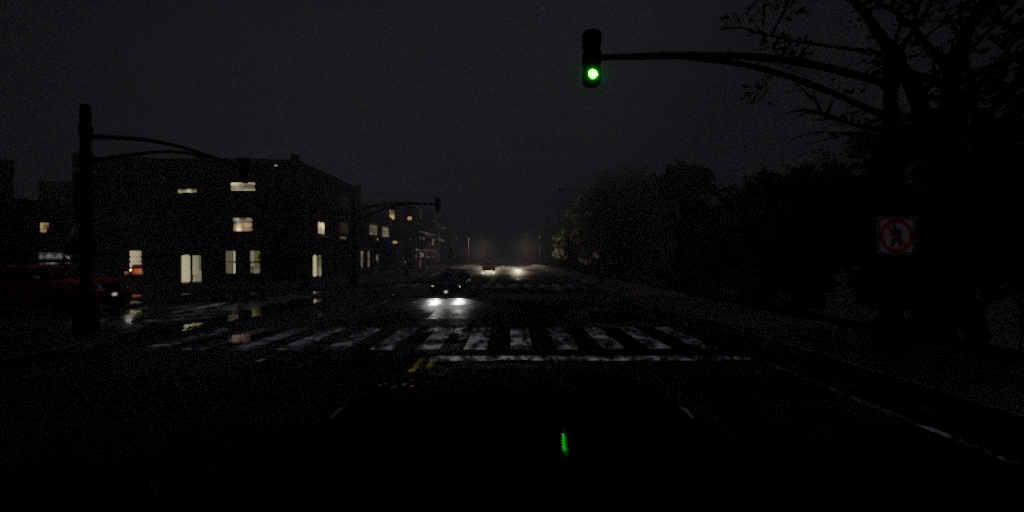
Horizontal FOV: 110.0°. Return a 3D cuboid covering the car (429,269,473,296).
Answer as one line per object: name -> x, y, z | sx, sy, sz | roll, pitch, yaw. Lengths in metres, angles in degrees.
car -> -3.330, 1.445, 20.666 | 2.033, 1.411, 5.357 | 0, 0, 0

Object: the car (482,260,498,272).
car -> -3.570, 1.638, 54.913 | 1.882, 1.535, 5.008 | 0, 1, 0

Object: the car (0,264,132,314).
car -> -20.317, 1.376, 15.768 | 5.566, 2.045, 2.150 | -1, 0, -1
